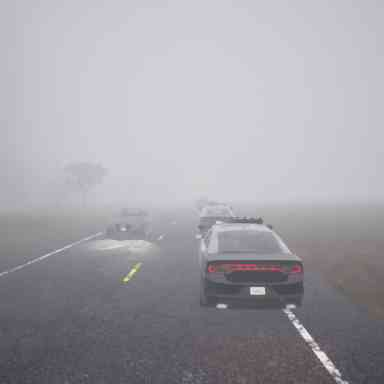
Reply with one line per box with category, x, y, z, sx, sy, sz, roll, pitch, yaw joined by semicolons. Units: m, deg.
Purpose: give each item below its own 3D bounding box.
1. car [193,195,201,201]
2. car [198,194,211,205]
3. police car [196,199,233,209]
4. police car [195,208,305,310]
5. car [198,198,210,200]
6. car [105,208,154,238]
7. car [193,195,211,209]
car;1.295;1.485;86.219;1.812;1.442;4.674;0;0;6
car;2.350;1.335;60.004;2.097;1.767;4.553;0;0;4
police car;1.313;1.425;18.034;1.930;1.638;5.238;0;0;1
police car;1.118;1.425;8.070;1.930;1.638;5.238;0;0;1
car;1.489;1.455;24.092;1.801;1.575;5.366;0;0;2
car;-3.212;1.564;17.736;1.994;1.385;4.181;0;0;1
car;1.456;1.497;45.924;1.837;1.490;4.892;0;0;4
